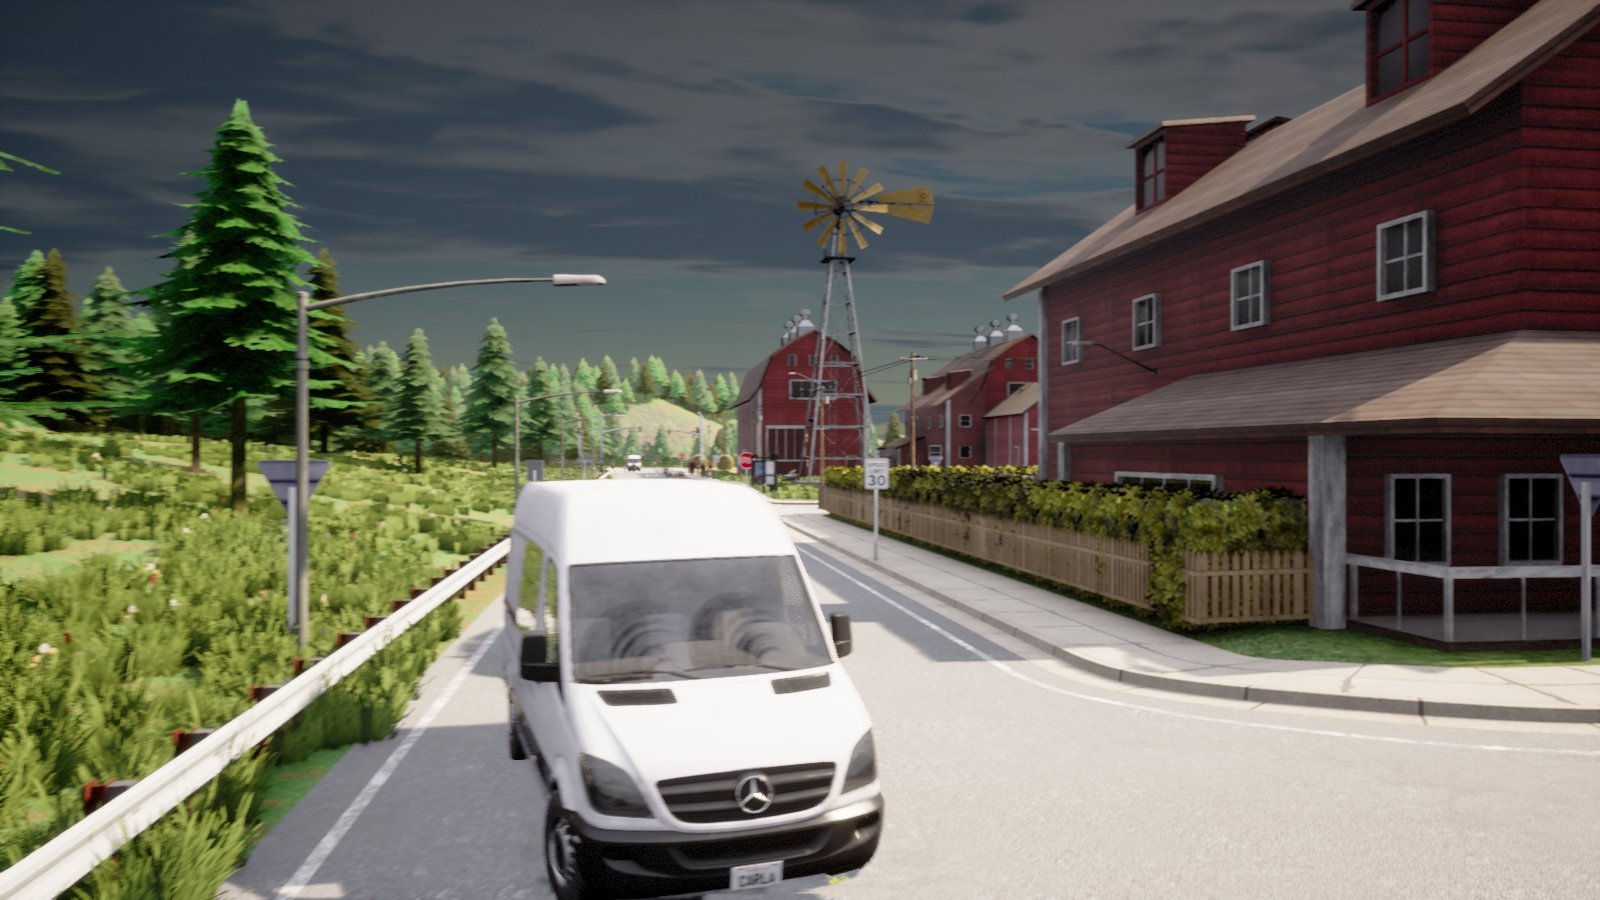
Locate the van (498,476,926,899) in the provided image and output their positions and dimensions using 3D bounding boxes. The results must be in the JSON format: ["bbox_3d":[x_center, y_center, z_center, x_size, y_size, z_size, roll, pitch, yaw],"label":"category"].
[{"bbox_3d":[-1.173,1.548,9.214,1.988,2.561,5.915,-1,0,-19],"label":"van"}]
